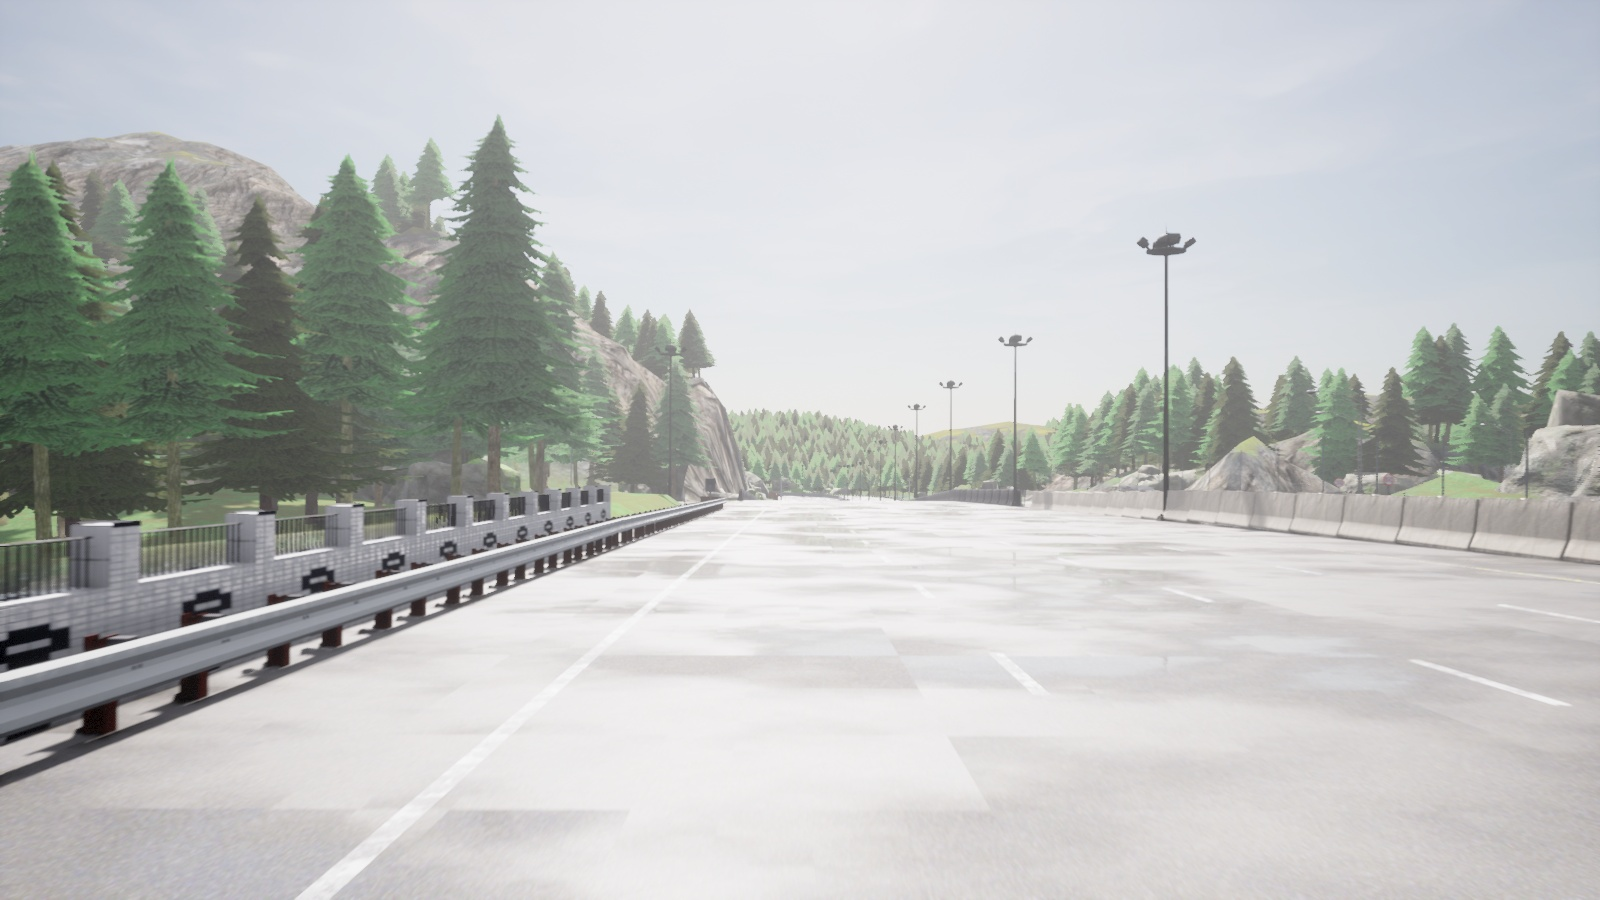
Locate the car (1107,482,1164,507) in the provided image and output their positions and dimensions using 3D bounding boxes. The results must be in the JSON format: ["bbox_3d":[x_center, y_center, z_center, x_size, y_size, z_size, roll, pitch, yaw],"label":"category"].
[{"bbox_3d":[20.751,2.761,77.885,2.163,1.488,4.792,0,-2,0],"label":"car"}]
